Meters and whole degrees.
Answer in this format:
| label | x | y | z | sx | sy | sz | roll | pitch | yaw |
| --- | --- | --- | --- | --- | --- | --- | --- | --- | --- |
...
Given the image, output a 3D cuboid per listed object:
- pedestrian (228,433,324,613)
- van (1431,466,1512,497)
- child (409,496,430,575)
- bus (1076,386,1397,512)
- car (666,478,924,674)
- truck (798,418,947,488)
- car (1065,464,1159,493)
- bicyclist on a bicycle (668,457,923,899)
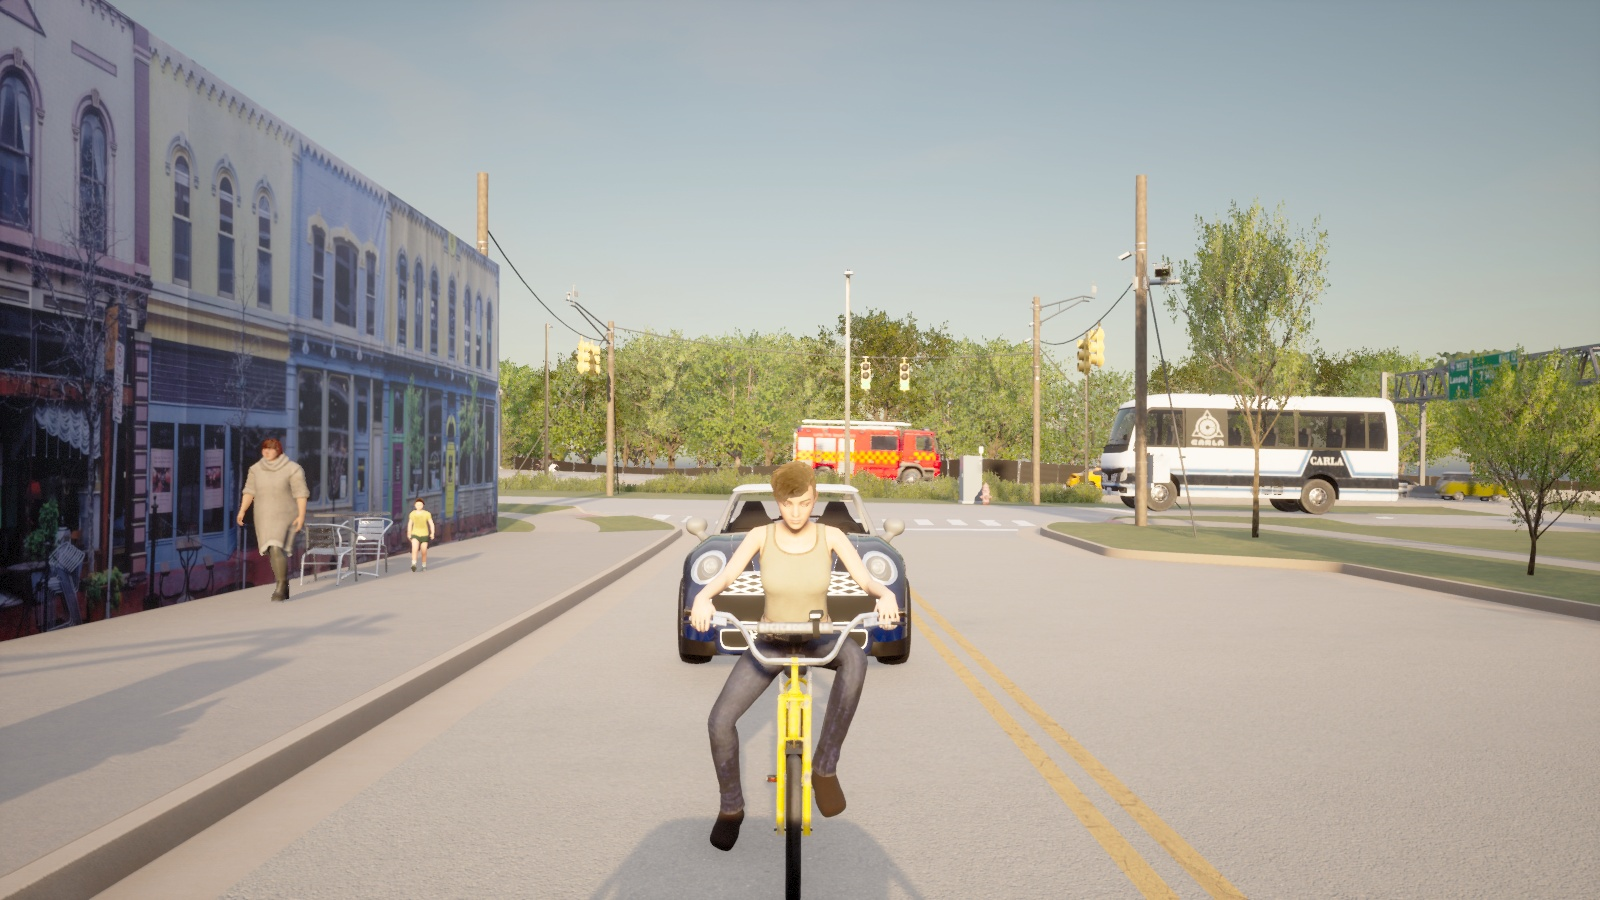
| label | x | y | z | sx | sy | sz | roll | pitch | yaw |
| --- | --- | --- | --- | --- | --- | --- | --- | --- | --- |
| pedestrian | -5.860 | 0.803 | 14.089 | 0.659 | 1.952 | 0.873 | 0 | -1 | 6 |
| van | 44.892 | 2.113 | 84.060 | 4.442 | 1.987 | 1.775 | 1 | -1 | 0 |
| child | -5.467 | 1.226 | 18.048 | 0.255 | 1.110 | 0.394 | 0 | -1 | -11 |
| bus | 15.633 | 0.002 | 45.704 | 10.273 | 4.253 | 3.944 | 1 | -1 | -1 |
| car | -0.034 | 1.006 | 11.518 | 1.970 | 1.475 | 3.806 | 0 | -1 | 0 |
| truck | 4.135 | 0.211 | 73.419 | 8.468 | 3.827 | 2.891 | 1 | -1 | 0 |
| car | 18.238 | 1.653 | 73.458 | 5.008 | 1.535 | 1.882 | 1 | -1 | 0 |
| bicyclist on a bicycle | -0.013 | 0.848 | 5.048 | 0.866 | 1.612 | 1.509 | 0 | -1 | 0 |
